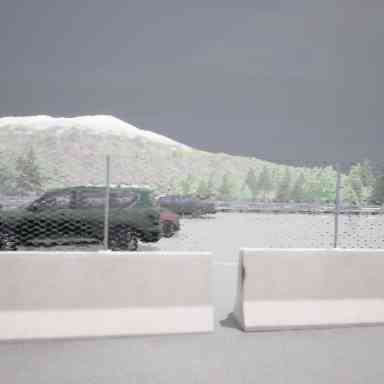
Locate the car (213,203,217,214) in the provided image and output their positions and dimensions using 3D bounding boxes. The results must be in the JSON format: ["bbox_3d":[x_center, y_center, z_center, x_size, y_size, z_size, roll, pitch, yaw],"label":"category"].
[{"bbox_3d":[-1.094,0.922,21.429,5.357,1.411,2.033,1,2,-10],"label":"car"}]
